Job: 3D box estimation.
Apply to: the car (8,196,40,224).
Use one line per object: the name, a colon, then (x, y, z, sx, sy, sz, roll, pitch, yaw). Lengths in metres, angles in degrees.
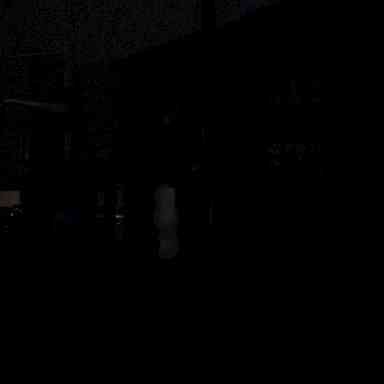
car: (-11.343, 1.271, 26.220, 2.150, 2.045, 5.566, 0, 0, 35)
